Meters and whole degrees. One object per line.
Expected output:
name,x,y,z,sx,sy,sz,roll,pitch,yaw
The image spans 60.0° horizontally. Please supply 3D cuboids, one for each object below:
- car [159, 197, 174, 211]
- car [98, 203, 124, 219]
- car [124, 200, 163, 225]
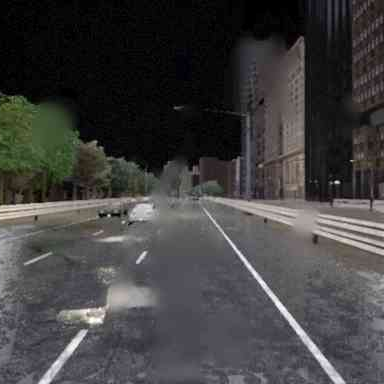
car,-3.418,1.483,43.202,2.097,1.767,4.553,0,0,0
car,-6.919,1.684,29.962,1.895,1.301,4.718,0,0,0
car,-3.416,1.591,24.397,1.812,1.442,4.674,0,0,0
